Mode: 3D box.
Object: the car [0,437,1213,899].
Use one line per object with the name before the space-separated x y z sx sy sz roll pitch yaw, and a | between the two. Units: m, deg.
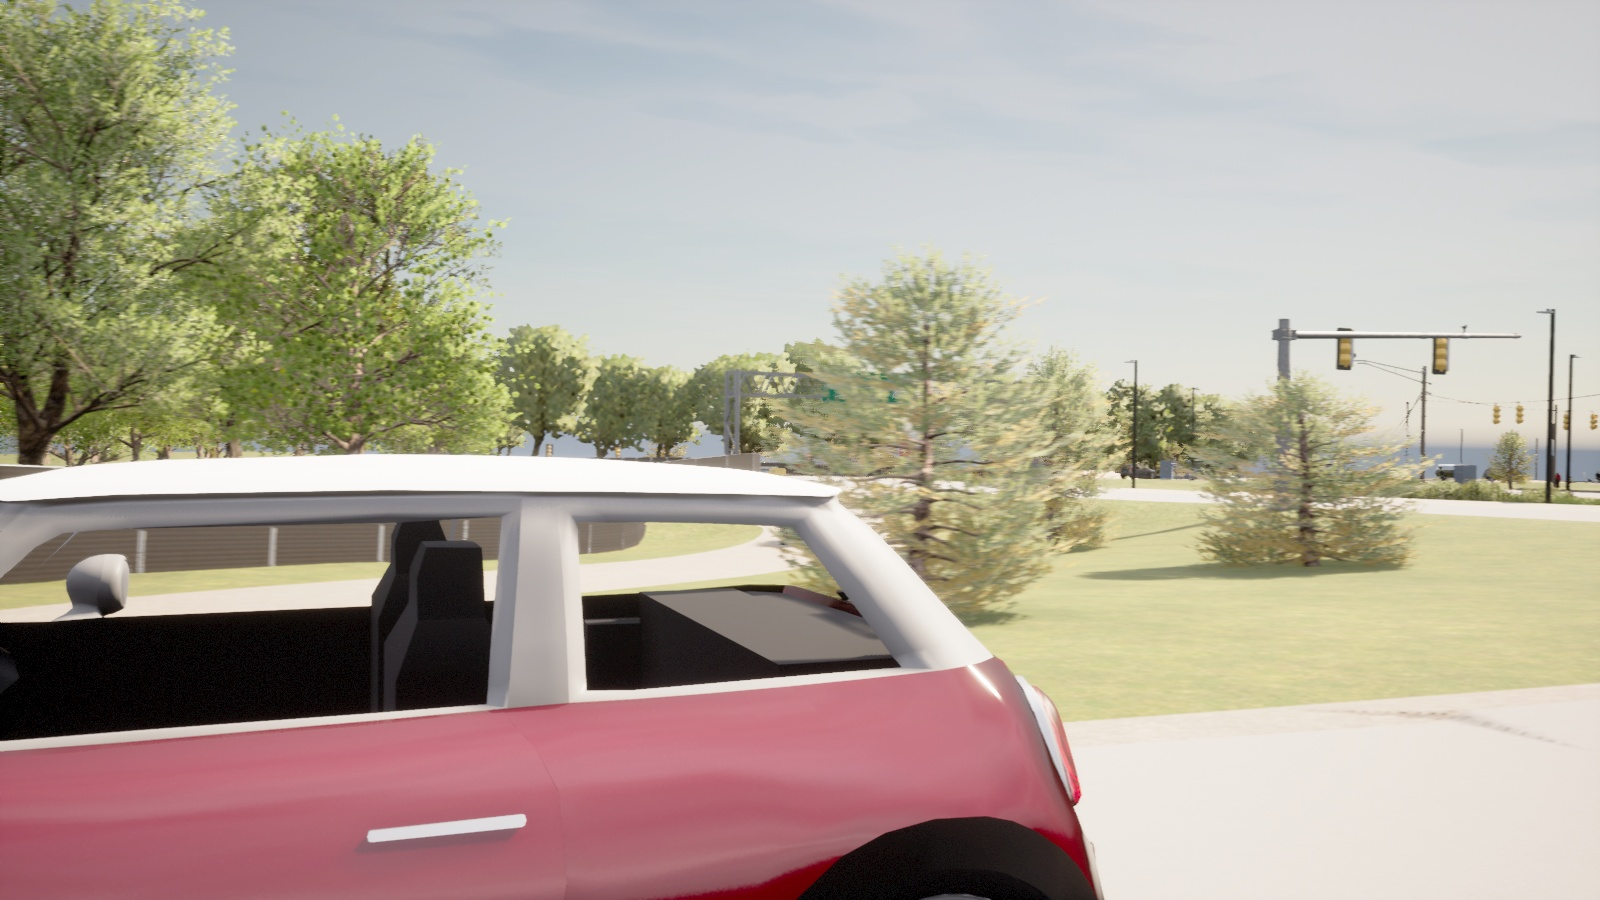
car | -1.312 0.733 2.726 3.806 1.475 1.970 -1 1 -21
